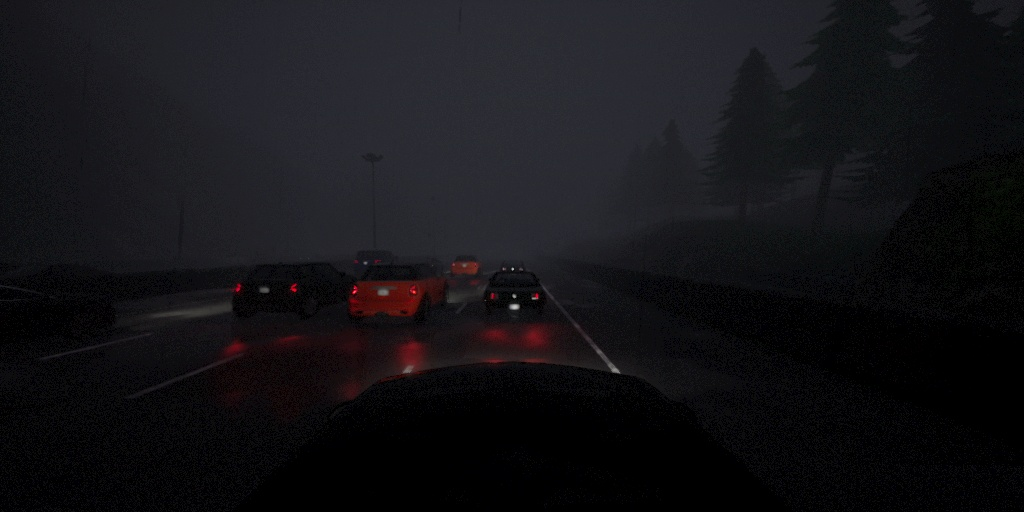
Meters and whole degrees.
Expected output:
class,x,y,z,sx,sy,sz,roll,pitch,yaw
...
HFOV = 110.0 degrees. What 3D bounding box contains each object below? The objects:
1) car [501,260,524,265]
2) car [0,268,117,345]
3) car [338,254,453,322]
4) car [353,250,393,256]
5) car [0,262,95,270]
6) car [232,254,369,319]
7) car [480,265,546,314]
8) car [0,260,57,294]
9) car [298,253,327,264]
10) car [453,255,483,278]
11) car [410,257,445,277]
class,x,y,z,sx,sy,sz,roll,pitch,yaw
car,0.052,0.936,27.864,1.895,1.301,4.718,0,1,0
car,-10.416,1.166,6.549,2.128,1.511,4.902,0,1,0
car,-3.421,0.946,11.646,2.097,1.767,4.553,0,1,0
car,-10.449,0.551,28.270,2.150,2.045,5.566,0,1,0
car,-21.126,1.047,16.261,1.812,1.442,4.674,0,1,0
car,-6.924,0.937,12.166,2.097,1.767,4.553,0,1,0
car,0.079,1.175,12.785,1.895,1.301,4.718,0,1,0
car,-24.626,1.001,16.154,1.882,1.535,5.008,0,1,0
car,-31.623,0.352,57.065,1.882,1.535,5.008,0,1,0
car,-3.450,0.683,28.136,2.097,1.767,4.553,0,1,0
car,-6.953,0.828,29.993,1.812,1.442,4.674,0,1,0
